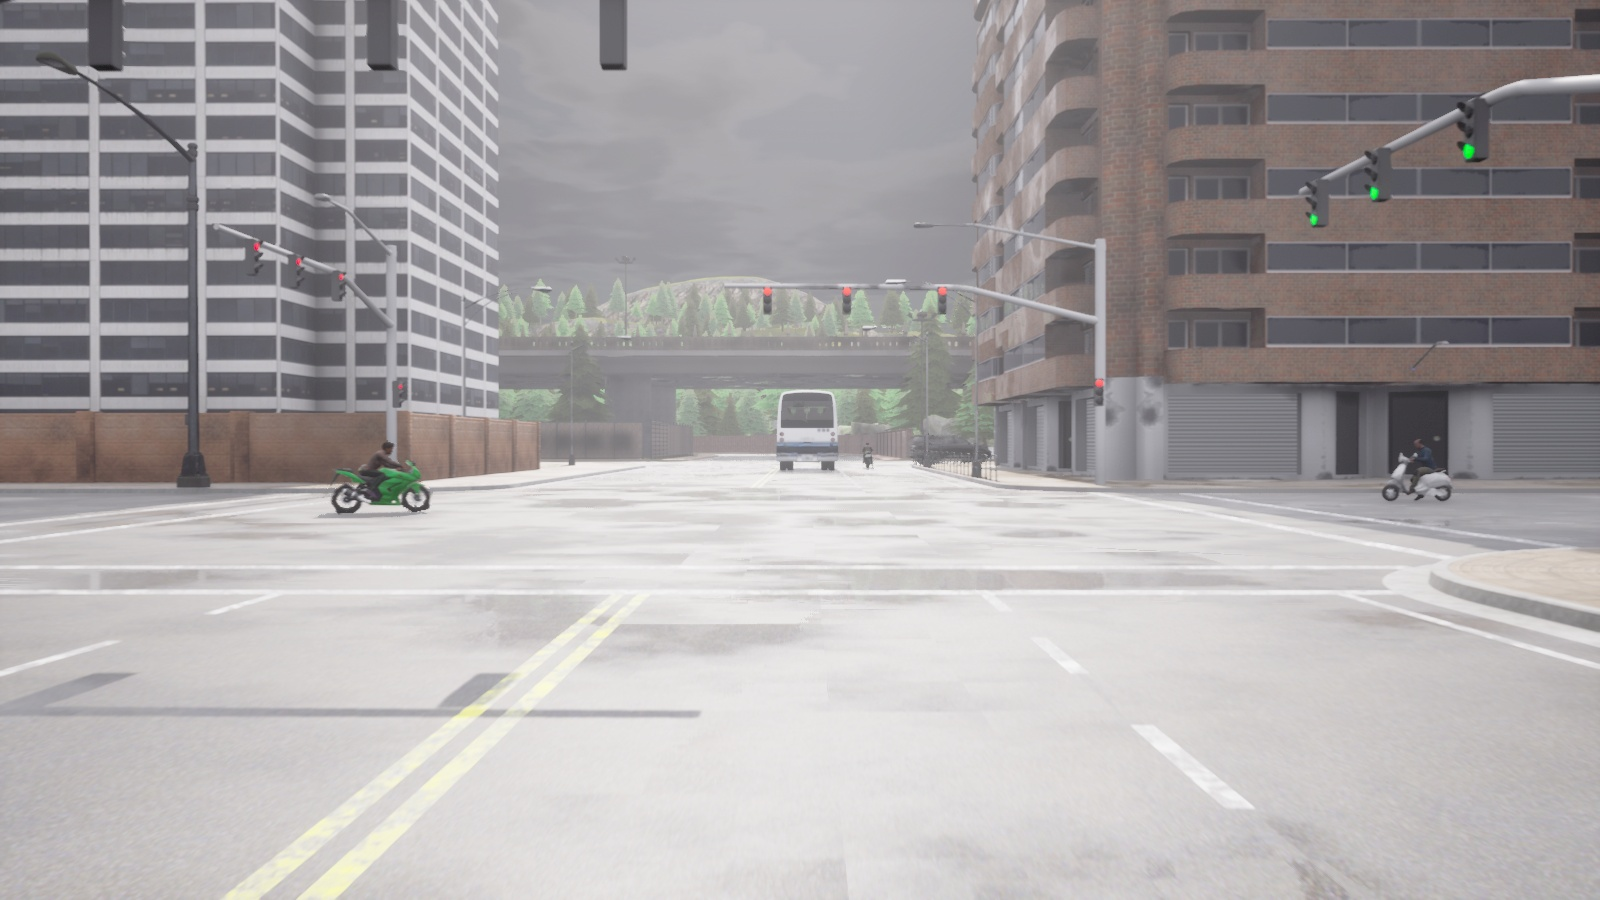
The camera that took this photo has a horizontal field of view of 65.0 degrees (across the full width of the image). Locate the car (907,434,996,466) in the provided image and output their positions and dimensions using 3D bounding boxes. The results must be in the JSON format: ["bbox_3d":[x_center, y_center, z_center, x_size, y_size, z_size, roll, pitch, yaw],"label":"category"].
[{"bbox_3d":[10.226,-0.039,84.724,5.566,2.045,2.150,-1,0,-17],"label":"car"}]

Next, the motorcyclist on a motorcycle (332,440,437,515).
[{"bbox_3d":[-8.703,0.573,26.309,2.044,1.523,0.797,0,-1,-22],"label":"motorcyclist on a motorcycle"}]

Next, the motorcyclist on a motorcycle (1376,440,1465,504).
[{"bbox_3d":[15.614,0.534,31.644,1.817,1.590,0.866,0,0,1],"label":"motorcyclist on a motorcycle"}]

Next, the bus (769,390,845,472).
[{"bbox_3d":[0.410,-1.026,70.272,3.944,4.253,10.273,0,0,0],"label":"bus"}]
